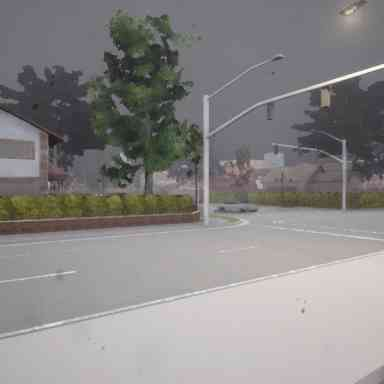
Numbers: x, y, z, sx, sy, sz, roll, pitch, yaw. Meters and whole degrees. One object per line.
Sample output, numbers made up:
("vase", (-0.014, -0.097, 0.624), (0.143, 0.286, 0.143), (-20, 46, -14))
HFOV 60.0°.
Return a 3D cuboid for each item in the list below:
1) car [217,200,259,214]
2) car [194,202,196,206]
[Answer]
("car", (4.775, 1.514, 35.015), (1.895, 1.301, 4.718), (0, 0, -36))
("car", (-1.509, 1.491, 43.687), (1.895, 1.301, 4.718), (0, 0, -36))
